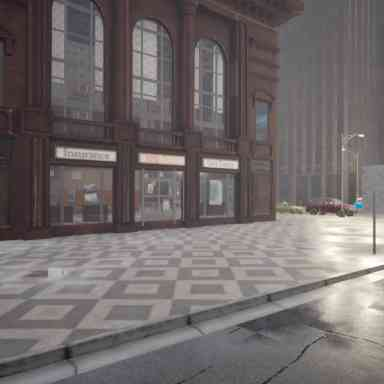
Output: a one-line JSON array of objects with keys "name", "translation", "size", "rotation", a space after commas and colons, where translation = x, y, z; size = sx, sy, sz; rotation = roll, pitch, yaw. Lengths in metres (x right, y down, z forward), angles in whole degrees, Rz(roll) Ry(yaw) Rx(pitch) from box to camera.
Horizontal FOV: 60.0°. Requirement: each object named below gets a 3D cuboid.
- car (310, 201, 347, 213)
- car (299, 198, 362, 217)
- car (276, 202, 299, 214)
[{"name": "car", "translation": [17.637, 1.901, 43.110], "size": [1.802, 1.307, 4.206], "rotation": [-1, 0, -35]}, {"name": "car", "translation": [13.923, 1.524, 33.591], "size": [2.192, 1.841, 5.009], "rotation": [0, 0, -35]}, {"name": "car", "translation": [10.778, 1.801, 38.044], "size": [1.752, 1.417, 4.829], "rotation": [0, 0, -35]}]
